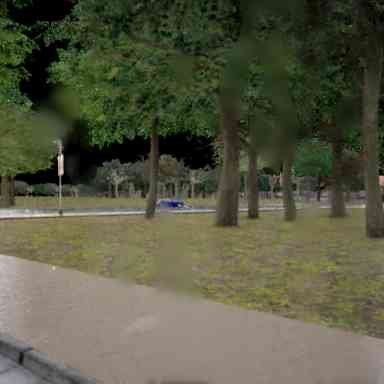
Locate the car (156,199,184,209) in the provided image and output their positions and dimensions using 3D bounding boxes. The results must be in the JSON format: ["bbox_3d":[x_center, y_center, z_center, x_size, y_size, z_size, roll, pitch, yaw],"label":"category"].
[{"bbox_3d":[-3.661,1.752,51.372,5.008,1.535,1.882,0,0,-31],"label":"car"}]

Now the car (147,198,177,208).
[{"bbox_3d":[-4.904,1.802,54.416,4.674,1.442,1.812,0,0,-31],"label":"car"}]
